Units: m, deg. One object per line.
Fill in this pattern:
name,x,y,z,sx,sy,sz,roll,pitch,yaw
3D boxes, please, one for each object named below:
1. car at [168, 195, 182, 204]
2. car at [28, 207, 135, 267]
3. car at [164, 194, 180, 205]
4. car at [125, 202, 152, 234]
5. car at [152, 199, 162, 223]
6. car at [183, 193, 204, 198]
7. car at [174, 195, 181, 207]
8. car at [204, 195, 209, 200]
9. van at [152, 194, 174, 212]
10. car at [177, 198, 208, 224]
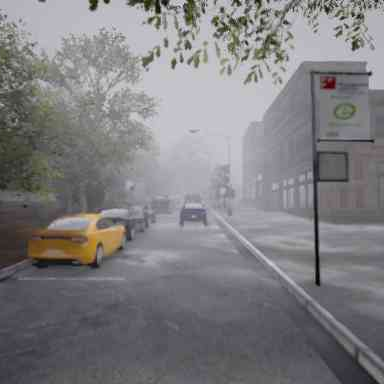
car,-3.155,1.344,62.089,2.097,1.535,5.008,0,0,2
car,-3.636,1.483,11.452,2.097,1.535,5.008,1,0,2
car,-3.397,1.252,56.386,2.185,1.767,4.553,-1,1,2
car,-3.643,1.484,17.013,2.097,1.535,5.008,0,0,2
car,-3.645,1.515,22.620,2.163,1.488,4.792,0,0,2
car,0.104,1.191,42.097,2.150,2.045,5.566,0,0,0
car,-3.398,1.415,50.678,2.231,1.521,4.892,0,0,2
car,3.420,1.392,83.637,2.231,1.521,4.892,-2,-1,29
van,-3.623,1.234,39.424,1.878,1.987,4.442,1,1,2
car,0.102,1.483,24.928,1.882,1.535,5.008,0,0,0
